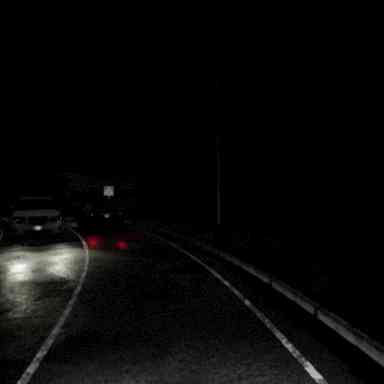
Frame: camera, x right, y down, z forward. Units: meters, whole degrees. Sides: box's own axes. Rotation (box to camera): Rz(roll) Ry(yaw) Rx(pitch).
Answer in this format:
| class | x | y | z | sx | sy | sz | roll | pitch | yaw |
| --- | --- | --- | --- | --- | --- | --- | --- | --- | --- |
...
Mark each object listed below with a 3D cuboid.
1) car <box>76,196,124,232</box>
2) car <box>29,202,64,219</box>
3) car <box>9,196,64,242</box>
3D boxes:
| class | x | y | z | sx | sy | sz | roll | pitch | yaw |
| --- | --- | --- | --- | --- | --- | --- | --- | --- | --- |
| car | -5.655 | 1.352 | 20.200 | 2.097 | 1.767 | 4.553 | 0 | 0 | -27 |
| car | -13.728 | 1.704 | 31.308 | 1.994 | 1.385 | 4.181 | 0 | -1 | -38 |
| car | -7.841 | 1.213 | 16.833 | 2.150 | 2.045 | 5.566 | 0 | 0 | -26 |
